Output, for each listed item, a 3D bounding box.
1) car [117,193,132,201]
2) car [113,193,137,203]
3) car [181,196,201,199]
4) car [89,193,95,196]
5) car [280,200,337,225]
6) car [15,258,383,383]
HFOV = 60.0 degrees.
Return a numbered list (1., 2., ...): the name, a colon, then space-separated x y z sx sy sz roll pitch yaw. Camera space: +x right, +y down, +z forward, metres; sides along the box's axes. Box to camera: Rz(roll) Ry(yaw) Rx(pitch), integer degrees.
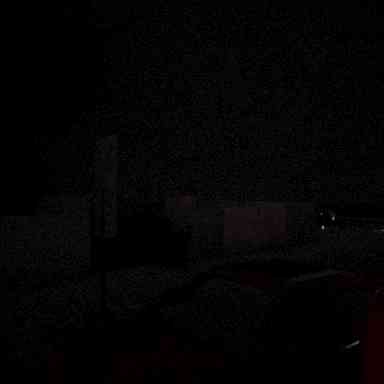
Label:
1. car: -9.441 0.930 45.215 1.882 1.535 5.008 1 0 -35
2. car: -10.502 0.921 51.659 1.812 1.442 4.674 1 0 -36
3. car: 0.042 1.145 31.989 1.882 1.535 5.008 1 0 -36
4. car: -17.432 0.782 61.265 2.033 1.411 5.357 1 0 -36
5. car: 7.137 1.317 22.150 2.128 1.511 4.902 1 0 -36
6. car: 0.705 1.526 3.503 4.674 1.442 1.812 0 0 -35
